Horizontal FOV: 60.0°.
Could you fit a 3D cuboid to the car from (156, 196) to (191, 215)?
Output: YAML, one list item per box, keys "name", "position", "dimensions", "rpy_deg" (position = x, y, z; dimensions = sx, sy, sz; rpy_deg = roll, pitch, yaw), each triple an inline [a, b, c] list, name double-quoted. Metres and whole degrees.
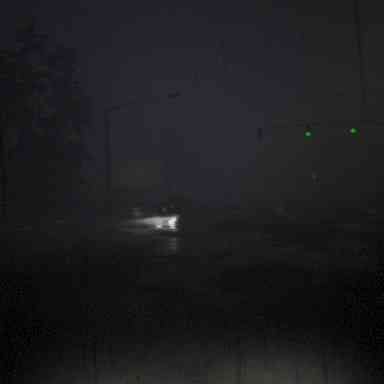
- name: "car"
  position: [-1.520, 1.083, 28.502]
  dimensions: [2.128, 1.511, 4.902]
  rpy_deg: [-1, 1, 16]
